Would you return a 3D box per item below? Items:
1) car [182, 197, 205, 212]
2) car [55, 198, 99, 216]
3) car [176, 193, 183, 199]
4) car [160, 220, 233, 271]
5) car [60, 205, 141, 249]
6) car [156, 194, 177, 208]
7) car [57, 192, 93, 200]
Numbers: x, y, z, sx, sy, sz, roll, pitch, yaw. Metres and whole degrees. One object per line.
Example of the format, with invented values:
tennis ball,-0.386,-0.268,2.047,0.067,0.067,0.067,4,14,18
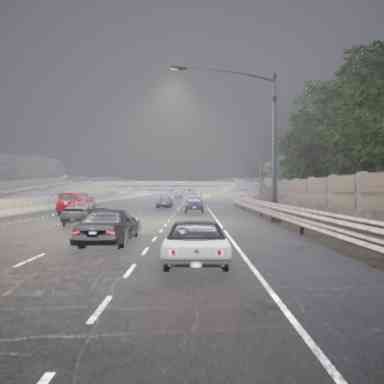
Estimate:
car,0.232,1.279,33.984,1.812,1.442,4.674,0,0,0
car,-6.844,1.352,21.457,2.128,1.511,4.902,0,0,0
car,-3.108,0.903,78.419,2.128,1.511,4.902,0,1,0
car,0.116,1.552,10.684,1.895,1.301,4.718,0,0,0
car,-3.475,1.471,14.198,2.033,1.411,5.357,0,1,0
car,-3.314,1.256,41.342,1.994,1.385,4.181,0,0,0
car,-10.308,1.011,29.877,2.150,2.045,5.566,0,0,0
